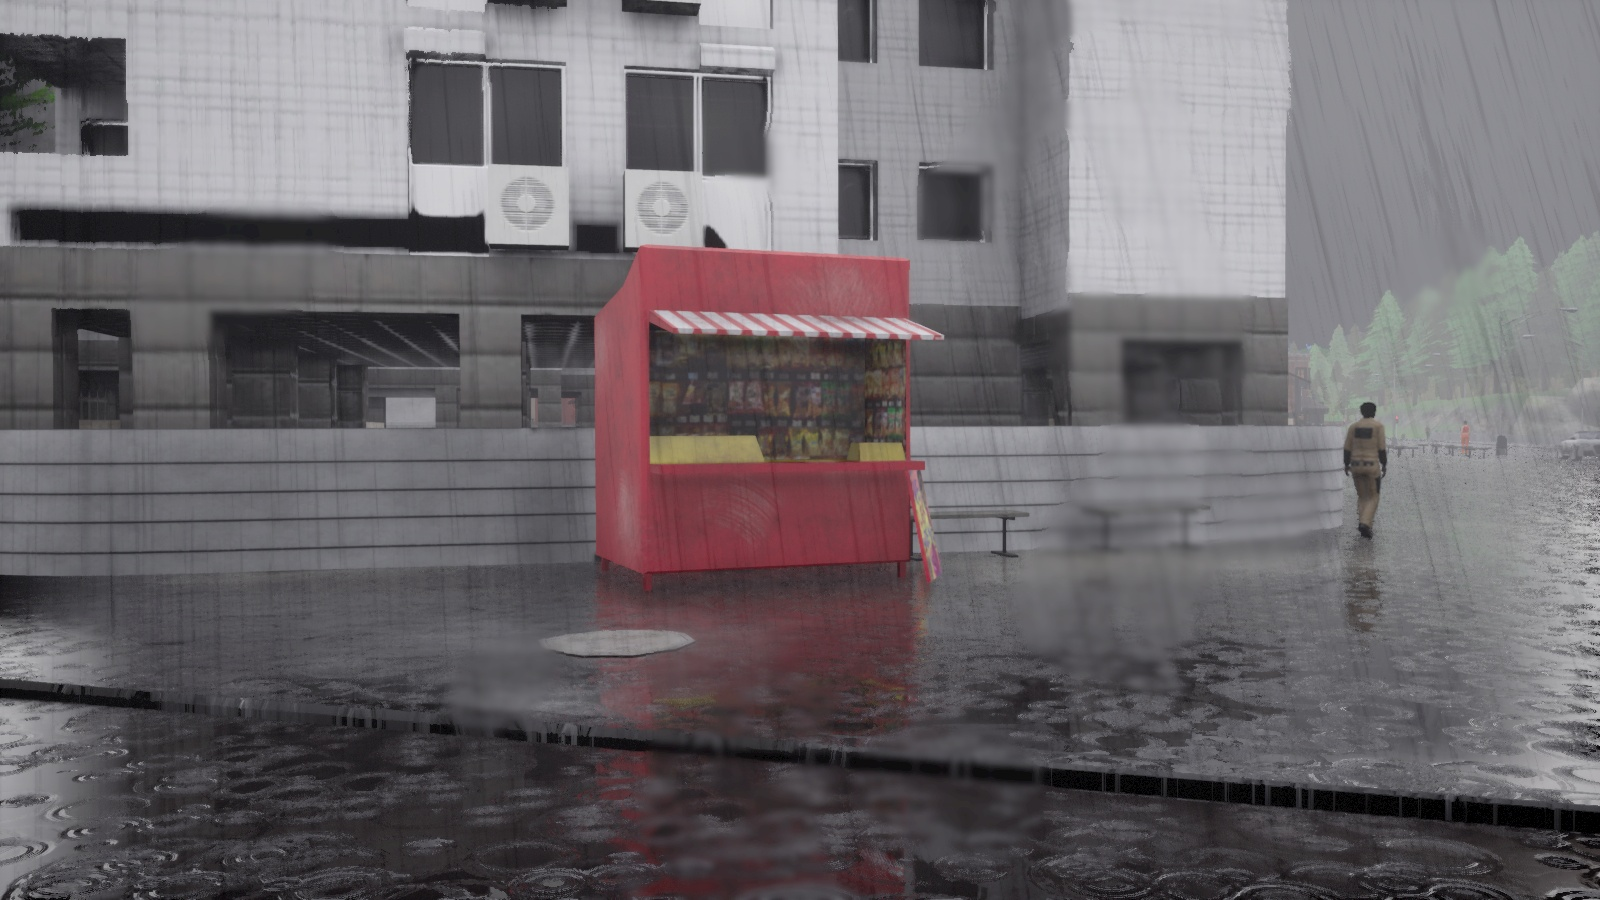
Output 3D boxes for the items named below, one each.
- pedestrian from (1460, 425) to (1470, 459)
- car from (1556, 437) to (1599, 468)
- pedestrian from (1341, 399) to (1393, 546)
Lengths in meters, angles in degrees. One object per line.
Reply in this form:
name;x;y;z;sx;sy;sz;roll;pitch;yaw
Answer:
pedestrian;36.315;-0.425;68.573;0.345;1.836;0.594;0;1;12
car;37.145;0.087;58.879;1.994;1.385;4.181;1;1;18
pedestrian;7.616;0.295;16.863;0.692;1.930;0.396;-1;1;-44
